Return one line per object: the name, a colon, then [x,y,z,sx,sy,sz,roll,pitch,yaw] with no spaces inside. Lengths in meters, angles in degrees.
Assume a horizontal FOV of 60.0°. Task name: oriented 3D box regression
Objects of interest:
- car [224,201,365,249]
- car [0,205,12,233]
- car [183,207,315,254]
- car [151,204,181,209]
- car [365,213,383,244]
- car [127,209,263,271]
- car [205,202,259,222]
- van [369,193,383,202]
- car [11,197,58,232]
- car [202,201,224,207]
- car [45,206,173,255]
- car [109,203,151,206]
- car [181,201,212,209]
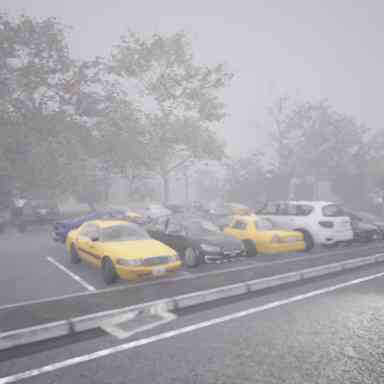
car: [4.361,1.406,15.125,2.435,2.045,5.566,1,0,-35]
car: [-12.189,1.544,19.391,2.163,1.488,4.792,1,-1,-35]
car: [1.999,1.620,13.652,1.946,1.575,5.366,1,0,-35]
car: [-3.150,1.694,25.795,2.002,1.452,4.674,1,0,-35]
car: [6.641,1.692,16.703,2.097,1.535,5.008,1,0,-35]
car: [-0.167,1.589,11.906,2.231,1.521,4.892,1,0,-35]
car: [3.543,1.757,30.510,2.097,1.535,5.008,1,0,-35]
van: [25.610,1.090,46.239,1.878,1.987,4.442,0,1,-35]
car: [-9.956,1.298,21.035,2.435,2.045,5.566,1,0,-35]
car: [1.258,1.597,28.944,2.185,1.767,4.553,1,0,-35]
car: [-3.587,1.570,14.918,5.008,1.535,1.882,1,-1,-35]
car: [-5.308,1.616,24.050,1.946,1.575,5.366,1,0,-35]
car: [-0.870,1.719,27.369,2.163,1.488,4.792,1,0,-35]
